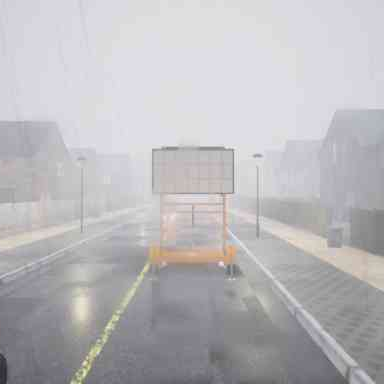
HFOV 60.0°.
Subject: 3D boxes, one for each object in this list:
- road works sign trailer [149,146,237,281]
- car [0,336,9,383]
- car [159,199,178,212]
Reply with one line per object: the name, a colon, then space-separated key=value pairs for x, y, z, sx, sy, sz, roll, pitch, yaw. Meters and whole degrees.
road works sign trailer: x=0.031 y=0.465 z=9.831 sx=2.380 sy=3.560 sz=2.880 roll=0 pitch=0 yaw=1
car: x=-2.847 y=1.564 z=1.661 sx=1.994 sy=1.385 sz=4.181 roll=0 pitch=0 yaw=0
car: x=-2.650 y=1.562 z=37.938 sx=2.128 sy=1.511 sz=4.902 roll=0 pitch=0 yaw=0
